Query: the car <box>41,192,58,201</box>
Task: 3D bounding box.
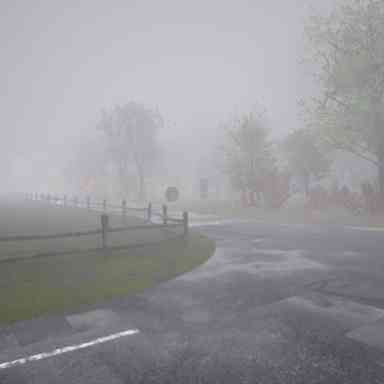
[{"bbox_3d":[-22.850,0.695,53.255,1.812,1.442,4.674,-1,1,-36],"label":"car"}]
